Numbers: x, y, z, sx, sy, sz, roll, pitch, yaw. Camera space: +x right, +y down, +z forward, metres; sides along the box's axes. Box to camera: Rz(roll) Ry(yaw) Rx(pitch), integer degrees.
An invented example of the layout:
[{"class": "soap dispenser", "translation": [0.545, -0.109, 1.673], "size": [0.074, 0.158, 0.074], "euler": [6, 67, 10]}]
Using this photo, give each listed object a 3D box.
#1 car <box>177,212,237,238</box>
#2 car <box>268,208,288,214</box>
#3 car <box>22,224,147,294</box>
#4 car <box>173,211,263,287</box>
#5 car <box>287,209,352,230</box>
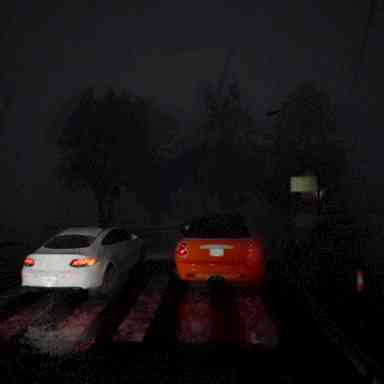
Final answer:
[{"class": "car", "translation": [1.033, 1.942, 20.419], "size": [1.994, 1.385, 4.181], "euler": [-3, -4, 30]}, {"class": "car", "translation": [19.048, 4.217, 72.628], "size": [4.902, 1.511, 2.128], "euler": [-4, -6, 41]}, {"class": "car", "translation": [-2.562, 1.586, 8.857], "size": [1.812, 1.442, 4.674], "euler": [-1, -1, 6]}, {"class": "car", "translation": [0.832, 1.381, 9.634], "size": [2.097, 1.767, 4.553], "euler": [-1, 0, 7]}, {"class": "car", "translation": [9.470, 1.923, 23.994], "size": [4.674, 1.442, 1.812], "euler": [0, -5, -29]}]
